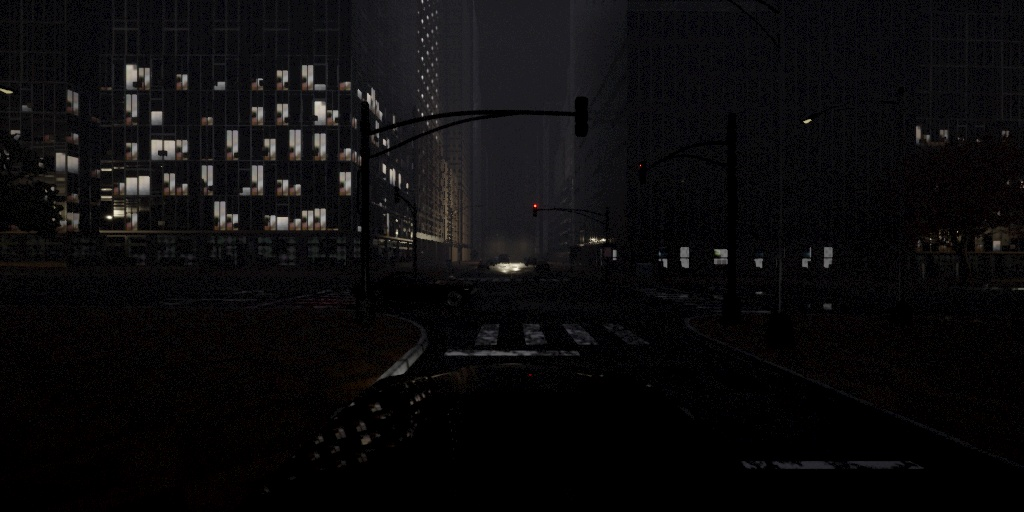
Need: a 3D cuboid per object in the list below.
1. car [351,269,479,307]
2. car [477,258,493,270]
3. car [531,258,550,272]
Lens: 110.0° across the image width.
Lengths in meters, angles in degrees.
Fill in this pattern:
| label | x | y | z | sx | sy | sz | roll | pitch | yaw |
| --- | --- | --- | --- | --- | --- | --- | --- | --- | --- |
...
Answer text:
| label | x | y | z | sx | sy | sz | roll | pitch | yaw |
| --- | --- | --- | --- | --- | --- | --- | --- | --- | --- |
| car | -3.815 | 1.308 | 14.620 | 4.718 | 1.301 | 1.895 | 1 | 0 | -3 |
| car | -4.081 | 1.342 | 52.040 | 1.802 | 1.307 | 4.207 | 0 | 0 | 0 |
| car | 3.878 | 1.329 | 46.557 | 1.948 | 1.339 | 4.313 | 0 | 0 | 0 |
